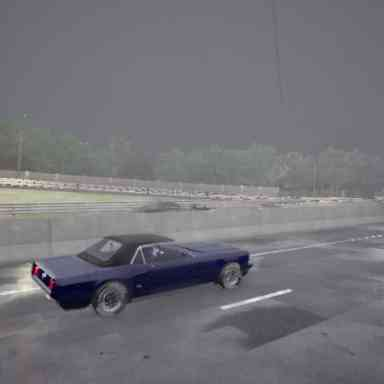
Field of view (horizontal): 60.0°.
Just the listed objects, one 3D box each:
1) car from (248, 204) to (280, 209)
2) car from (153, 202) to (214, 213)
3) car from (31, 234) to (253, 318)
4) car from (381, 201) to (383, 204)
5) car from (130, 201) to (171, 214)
[{"bbox_3d":[5.307,1.593,24.971,4.181,1.385,1.994,0,0,-35],"label":"car"},{"bbox_3d":[-0.218,1.622,25.331,4.718,1.301,1.895,0,0,-35],"label":"car"},{"bbox_3d":[-0.855,1.605,7.443,4.718,1.301,1.895,0,0,-36],"label":"car"},{"bbox_3d":[31.411,1.709,52.123,4.181,1.385,1.994,0,0,-35],"label":"car"},{"bbox_3d":[-2.753,1.525,27.822,4.892,1.490,1.837,0,0,-35],"label":"car"}]
